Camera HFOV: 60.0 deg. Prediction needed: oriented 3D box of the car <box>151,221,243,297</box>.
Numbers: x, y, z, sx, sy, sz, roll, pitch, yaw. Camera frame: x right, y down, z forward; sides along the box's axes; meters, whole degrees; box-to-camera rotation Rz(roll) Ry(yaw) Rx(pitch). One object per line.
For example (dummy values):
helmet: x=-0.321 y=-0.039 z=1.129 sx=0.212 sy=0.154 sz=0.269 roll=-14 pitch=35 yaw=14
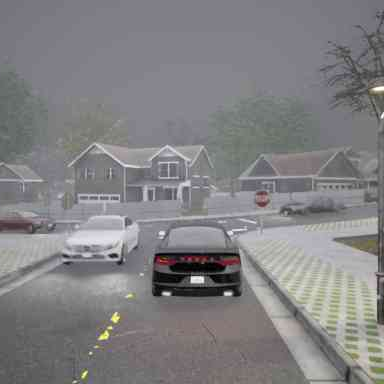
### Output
car: x=0.109 y=1.475 z=8.629 sx=1.882 sy=1.535 sz=5.008 roll=0 pitch=0 yaw=0

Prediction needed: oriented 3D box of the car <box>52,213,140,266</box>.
car: x=-2.980 y=1.519 z=11.718 sx=1.812 sy=1.442 sz=4.674 roll=0 pitch=0 yaw=0

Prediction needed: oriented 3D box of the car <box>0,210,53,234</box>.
car: x=-11.204 y=1.936 z=21.982 sx=4.674 sy=1.442 sz=1.812 roll=-2 pitch=0 yaw=21

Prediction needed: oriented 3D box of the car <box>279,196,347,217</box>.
car: x=9.360 y=1.042 z=25.528 sx=5.357 sy=1.411 sz=2.033 roll=-3 pitch=2 yaw=-23
